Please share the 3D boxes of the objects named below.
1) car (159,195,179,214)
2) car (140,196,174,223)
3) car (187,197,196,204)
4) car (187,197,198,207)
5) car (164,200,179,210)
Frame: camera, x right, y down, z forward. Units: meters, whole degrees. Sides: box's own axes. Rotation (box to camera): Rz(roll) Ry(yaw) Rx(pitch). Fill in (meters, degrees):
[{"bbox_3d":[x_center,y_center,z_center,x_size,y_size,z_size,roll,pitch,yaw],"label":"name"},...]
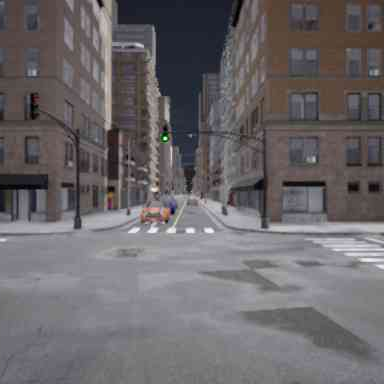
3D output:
[{"bbox_3d":[-2.915,1.376,36.820,2.150,2.045,5.566,0,0,0],"label":"car"},{"bbox_3d":[-2.841,1.465,26.680,2.097,1.767,4.553,0,0,-1],"label":"car"},{"bbox_3d":[-0.035,1.706,68.404,1.812,1.442,4.674,0,0,0],"label":"car"},{"bbox_3d":[0.029,1.738,57.983,2.128,1.511,4.902,0,0,0],"label":"car"},{"bbox_3d":[-2.959,1.807,48.757,1.895,1.301,4.718,0,0,0],"label":"car"}]
